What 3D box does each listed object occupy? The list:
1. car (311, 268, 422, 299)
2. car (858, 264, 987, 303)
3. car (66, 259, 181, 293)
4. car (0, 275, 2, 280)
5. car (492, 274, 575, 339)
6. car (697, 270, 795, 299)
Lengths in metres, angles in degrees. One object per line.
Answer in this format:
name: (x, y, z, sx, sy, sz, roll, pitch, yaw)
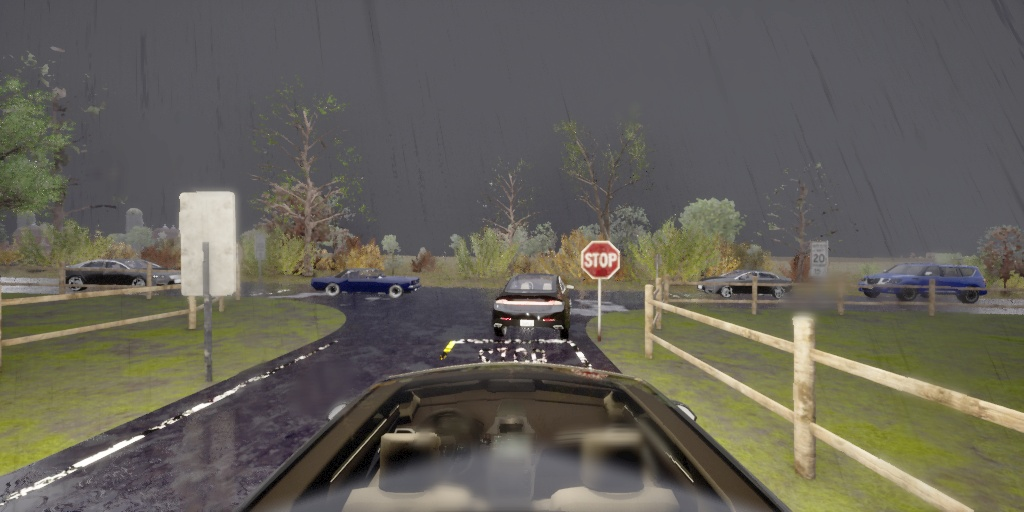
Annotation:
car: (-6.813, 1.249, 17.201, 4.718, 1.301, 1.895, 1, 1, 0)
car: (22.910, 1.467, 20.099, 5.566, 2.045, 2.150, 1, 1, 0)
car: (-18.481, 0.886, 17.225, 4.902, 1.511, 2.128, 1, 1, 0)
car: (-27.784, 0.718, 17.238, 4.674, 1.442, 1.812, 1, 1, 0)
car: (0.711, 1.240, 10.165, 2.128, 1.511, 4.902, 0, 0, 9)
car: (13.015, 1.526, 20.116, 4.902, 1.511, 2.128, 1, 1, 0)
